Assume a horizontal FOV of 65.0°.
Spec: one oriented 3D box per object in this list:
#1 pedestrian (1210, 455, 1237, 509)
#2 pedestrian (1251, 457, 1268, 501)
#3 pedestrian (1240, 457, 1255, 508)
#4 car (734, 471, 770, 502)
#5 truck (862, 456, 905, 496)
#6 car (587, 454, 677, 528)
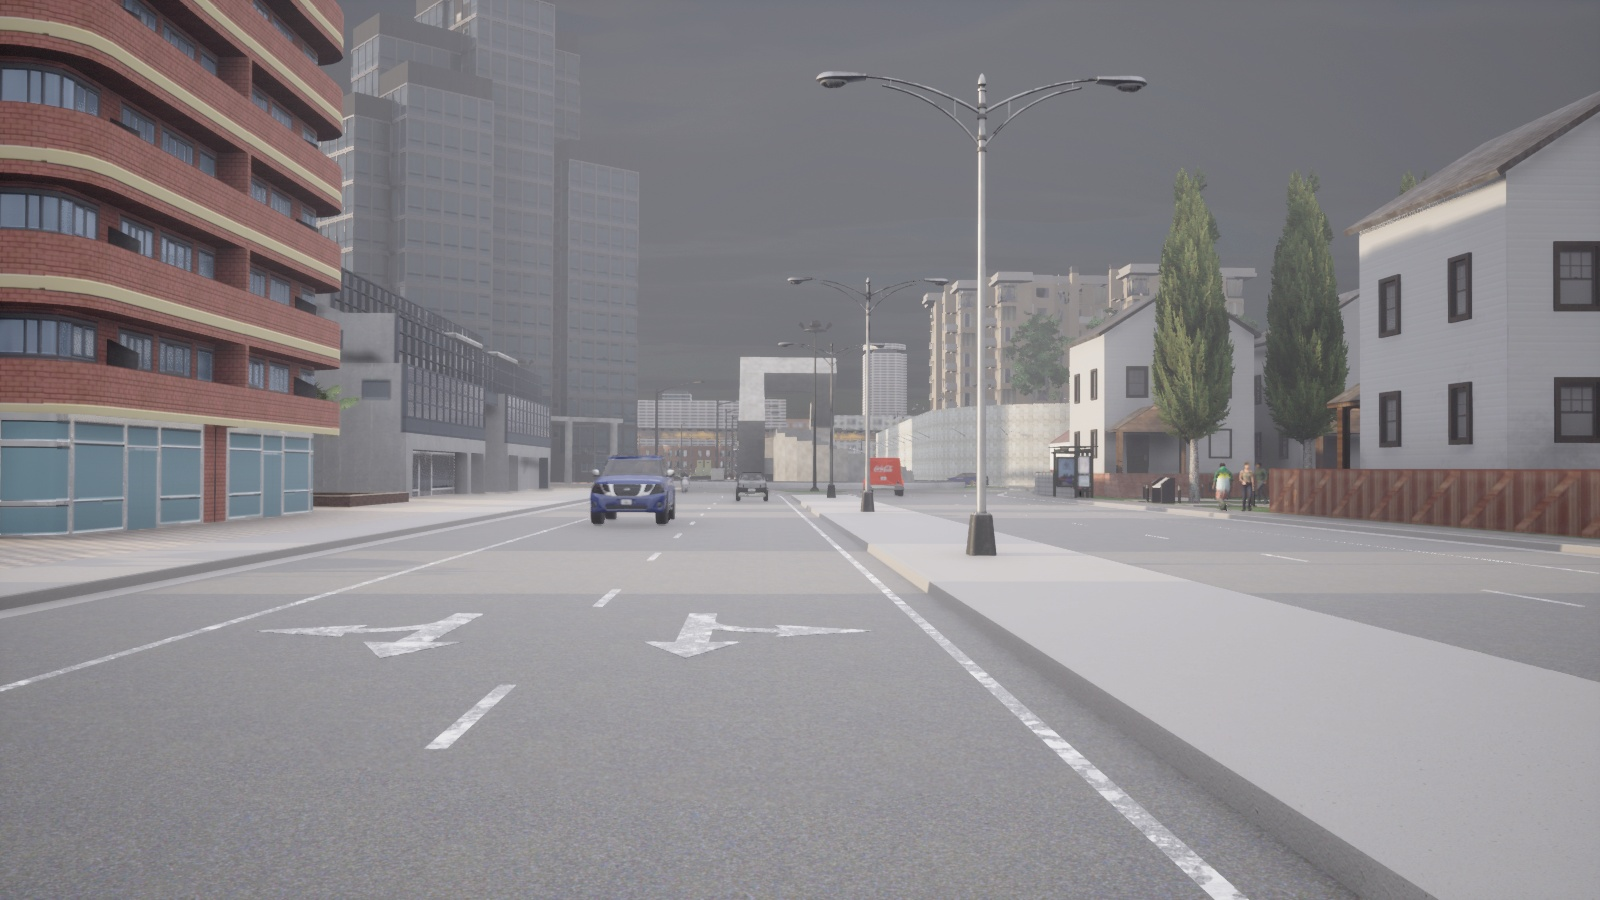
[{"bbox_3d":[15.598,1.181,46.232,0.659,1.952,0.873,0,-1,-3],"label":"pedestrian"},{"bbox_3d":[19.692,1.242,53.804,0.614,1.847,0.353,0,-1,-20],"label":"pedestrian"},{"bbox_3d":[16.167,1.165,45.349,0.345,1.836,0.594,0,-1,5],"label":"pedestrian"},{"bbox_3d":[-2.467,1.891,64.939,1.789,1.549,3.705,0,-1,-2],"label":"car"},{"bbox_3d":[5.450,1.666,81.203,2.627,2.467,5.204,0,-1,5],"label":"truck"},{"bbox_3d":[-4.936,1.185,37.711,2.150,2.045,5.566,0,-1,-2],"label":"car"}]
